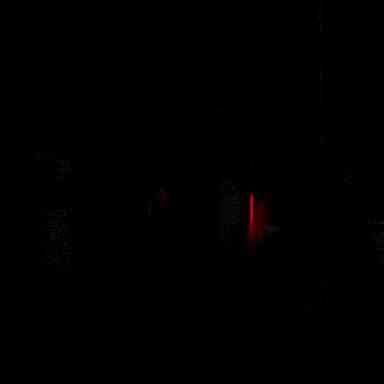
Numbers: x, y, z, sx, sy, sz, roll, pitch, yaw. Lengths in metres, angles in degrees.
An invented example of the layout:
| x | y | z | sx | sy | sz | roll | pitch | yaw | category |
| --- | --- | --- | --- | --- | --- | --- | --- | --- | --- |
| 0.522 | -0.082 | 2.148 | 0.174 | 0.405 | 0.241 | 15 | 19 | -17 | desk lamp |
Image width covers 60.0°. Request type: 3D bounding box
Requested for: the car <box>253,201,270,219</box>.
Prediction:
| x | y | z | sx | sy | sz | roll | pitch | yaw | category |
| --- | --- | --- | --- | --- | --- | --- | --- | --- | --- |
| 4.495 | 1.477 | 28.802 | 1.882 | 1.535 | 5.008 | 0 | 0 | -34 | car |

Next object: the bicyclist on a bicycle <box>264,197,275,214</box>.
| x | y | z | sx | sy | sz | roll | pitch | yaw | category |
| --- | --- | --- | --- | --- | --- | --- | --- | --- | --- |
| 7.417 | 1.349 | 32.129 | 1.656 | 1.620 | 0.582 | 0 | 0 | -36 | bicyclist on a bicycle |
